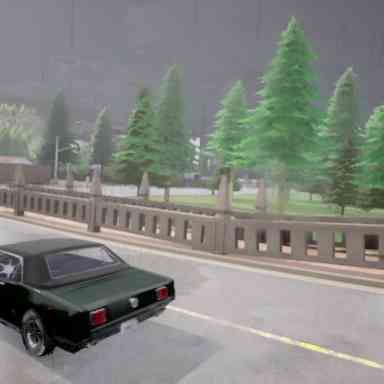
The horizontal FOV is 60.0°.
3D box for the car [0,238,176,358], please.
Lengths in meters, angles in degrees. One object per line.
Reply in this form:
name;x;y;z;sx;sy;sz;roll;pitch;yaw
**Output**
car;-2.666;1.495;5.882;4.718;1.301;1.895;2;1;35
